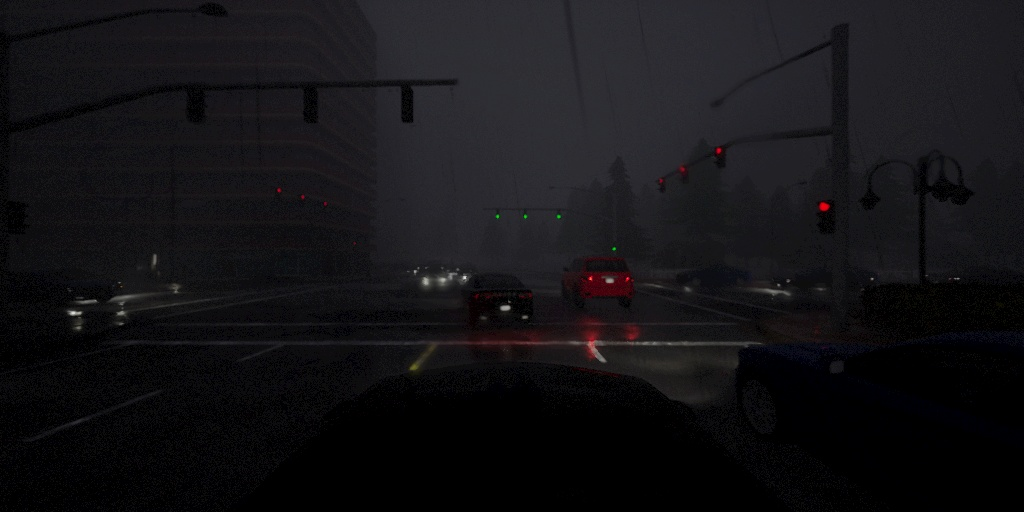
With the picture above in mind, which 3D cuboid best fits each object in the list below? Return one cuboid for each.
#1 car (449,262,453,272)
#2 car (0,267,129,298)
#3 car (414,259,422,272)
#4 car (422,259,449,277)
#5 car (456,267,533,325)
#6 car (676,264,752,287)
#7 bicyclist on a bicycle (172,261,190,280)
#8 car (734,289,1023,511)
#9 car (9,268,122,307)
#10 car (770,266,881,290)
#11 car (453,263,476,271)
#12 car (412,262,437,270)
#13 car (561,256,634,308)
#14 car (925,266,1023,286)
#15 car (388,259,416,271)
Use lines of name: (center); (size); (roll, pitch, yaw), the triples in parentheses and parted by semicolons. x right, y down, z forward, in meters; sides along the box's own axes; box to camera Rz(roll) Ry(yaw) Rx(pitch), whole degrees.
car: (-8.334, 1.534, 49.126); (1.895, 1.301, 4.718); (0, 0, -29)
car: (-23.783, 1.378, 19.085); (4.892, 1.490, 1.837); (0, 0, 0)
car: (-10.832, 1.471, 46.420); (2.033, 1.411, 5.357); (0, 0, -27)
car: (-8.010, 1.240, 37.379); (2.097, 1.767, 4.553); (0, 0, -13)
car: (-0.697, 1.296, 12.267); (1.882, 1.535, 5.008); (1, -1, -12)
car: (14.565, 1.377, 26.016); (5.008, 1.535, 1.882); (0, 0, 1)
bicyclist on a bicycle: (-28.704, 1.220, 31.107); (0.582, 1.620, 1.656); (0, 0, 0)
car: (3.604, 1.230, 2.296); (1.882, 1.535, 5.008); (0, 0, 0)
car: (-20.245, 1.337, 15.557); (5.008, 1.535, 1.882); (0, 0, 0)
car: (19.369, 1.433, 22.457); (5.357, 1.411, 2.033); (0, 0, 0)
car: (-5.118, 1.466, 40.979); (1.994, 1.385, 4.181); (0, 0, -18)
car: (-14.088, 1.566, 57.396); (1.895, 1.301, 4.718); (0, 0, -42)
car: (3.590, 1.057, 15.914); (2.150, 2.045, 5.566); (0, -1, -1)
car: (28.975, 1.377, 22.383); (4.902, 1.511, 2.128); (0, 0, 0)
car: (-16.539, 1.503, 54.817); (2.033, 1.411, 5.357); (0, 0, -42)
